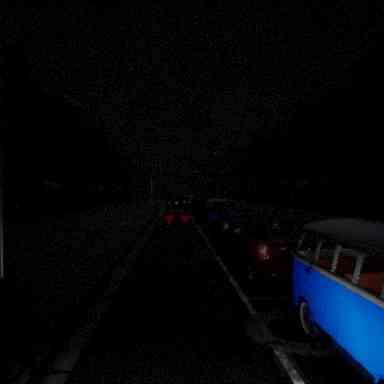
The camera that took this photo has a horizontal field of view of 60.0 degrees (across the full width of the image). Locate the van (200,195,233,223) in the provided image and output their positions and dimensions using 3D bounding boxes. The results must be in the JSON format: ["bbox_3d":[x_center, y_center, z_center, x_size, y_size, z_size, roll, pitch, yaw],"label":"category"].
[{"bbox_3d":[1.658,1.298,20.385,1.690,1.788,3.998,-1,0,-3],"label":"van"}]

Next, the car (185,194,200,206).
[{"bbox_3d":[-0.018,1.264,53.195,2.192,1.841,5.009,-1,0,-3],"label":"car"}]

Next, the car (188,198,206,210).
[{"bbox_3d":[0.544,1.502,42.259,2.008,1.369,4.403,-1,0,-3],"label":"car"}]

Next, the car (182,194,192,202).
[{"bbox_3d":[-1.133,1.384,75.069,1.967,1.590,4.097,-1,0,-3],"label":"car"}]

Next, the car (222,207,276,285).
[{"bbox_3d":[2.218,1.402,9.449,1.967,1.590,4.097,-1,0,-3],"label":"car"}]

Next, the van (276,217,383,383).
[{"bbox_3d":[2.495,1.307,3.980,1.690,1.788,3.998,-1,0,-3],"label":"van"}]

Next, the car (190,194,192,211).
[{"bbox_3d":[0.820,1.268,36.790,2.192,1.841,5.009,-1,0,-3],"label":"car"}]

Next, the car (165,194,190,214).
[{"bbox_3d":[-1.654,1.201,35.483,2.150,2.045,5.566,-1,0,-3],"label":"car"}]

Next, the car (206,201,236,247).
[{"bbox_3d":[1.938,1.399,14.917,1.967,1.590,4.097,-1,0,-3],"label":"car"}]

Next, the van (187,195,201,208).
[{"bbox_3d":[0.262,1.292,47.726,1.690,1.788,3.998,-1,0,-3],"label":"van"}]

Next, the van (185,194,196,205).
[{"bbox_3d":[-0.297,1.289,58.663,1.690,1.788,3.998,-1,0,-3],"label":"van"}]

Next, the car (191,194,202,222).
[{"bbox_3d":[1.377,1.270,25.851,2.192,1.841,5.009,-1,0,-3],"label":"car"}]

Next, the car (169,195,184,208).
[{"bbox_3d":[-2.322,1.331,48.637,2.097,1.767,4.553,-1,0,-3],"label":"car"}]
